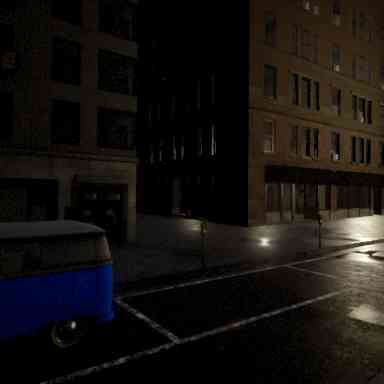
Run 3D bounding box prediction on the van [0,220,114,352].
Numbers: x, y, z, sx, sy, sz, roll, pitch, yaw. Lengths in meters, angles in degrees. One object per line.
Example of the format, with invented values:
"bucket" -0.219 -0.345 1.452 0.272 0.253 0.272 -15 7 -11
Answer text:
"van" -3.091 1.341 4.548 3.998 1.788 1.690 0 1 -36
